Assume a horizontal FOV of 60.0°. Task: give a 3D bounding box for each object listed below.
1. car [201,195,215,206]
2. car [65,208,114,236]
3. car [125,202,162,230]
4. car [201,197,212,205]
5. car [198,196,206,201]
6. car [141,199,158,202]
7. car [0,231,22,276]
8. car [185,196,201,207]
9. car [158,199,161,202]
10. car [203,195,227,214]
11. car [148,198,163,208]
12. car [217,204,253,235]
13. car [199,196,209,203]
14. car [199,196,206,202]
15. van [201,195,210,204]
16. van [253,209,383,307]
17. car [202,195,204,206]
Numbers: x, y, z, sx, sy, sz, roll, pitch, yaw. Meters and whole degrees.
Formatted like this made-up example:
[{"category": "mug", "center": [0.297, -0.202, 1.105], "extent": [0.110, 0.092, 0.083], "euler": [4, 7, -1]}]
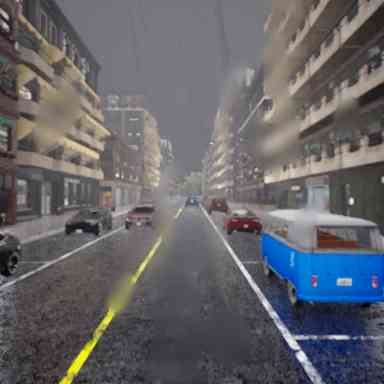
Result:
[{"category": "car", "center": [2.712, 1.451, 57.876], "extent": [2.192, 1.841, 5.009], "euler": [1, 0, 0]}, {"category": "car", "center": [-5.677, 1.610, 18.918], "extent": [1.947, 1.339, 4.313], "euler": [1, 0, 0]}, {"category": "car", "center": [-3.036, 1.575, 21.426], "extent": [1.812, 1.442, 4.674], "euler": [0, 0, 1]}, {"category": "car", "center": [2.710, 1.694, 63.447], "extent": [1.887, 1.381, 4.507], "euler": [1, 0, 0]}, {"category": "car", "center": [2.713, 1.799, 91.302], "extent": [1.802, 1.307, 4.206], "euler": [1, 0, 0]}, {"category": "car", "center": [-5.674, 1.640, 41.203], "extent": [1.887, 1.381, 4.507], "euler": [1, 0, 0]}, {"category": "car", "center": [-5.678, 1.584, 7.777], "extent": [1.947, 1.339, 4.313], "euler": [1, 0, 0]}, {"category": "car", "center": [0.008, 1.475, 52.487], "extent": [2.097, 1.767, 4.553], "euler": [0, 0, 0]}, {"category": "car", "center": [-5.673, 1.691, 46.774], "extent": [1.802, 1.307, 4.206], "euler": [1, 0, 0]}, {"category": "car", "center": [2.709, 1.398, 35.591], "extent": [2.192, 1.841, 5.009], "euler": [1, 0, 0]}, {"category": "car", "center": [-5.673, 1.704, 52.345], "extent": [1.802, 1.307, 4.206], "euler": [1, 0, 0]}, {"category": "car", "center": [2.704, 1.588, 18.877], "extent": [1.887, 1.381, 4.507], "euler": [1, 0, 0]}, {"category": "car", "center": [2.711, 1.727, 74.589], "extent": [2.008, 1.369, 4.403], "euler": [1, 0, 0]}, {"category": "car", "center": [2.713, 1.729, 85.901], "extent": [1.752, 1.417, 4.829], "euler": [1, 0, 0]}, {"category": "van", "center": [2.714, 1.504, 69.018], "extent": [1.690, 1.788, 3.998], "euler": [1, 0, 0]}, {"category": "van", "center": [2.705, 1.359, 7.737], "extent": [1.690, 1.788, 3.998], "euler": [1, 0, 0]}, {"category": "car", "center": [2.710, 1.411, 41.162], "extent": [2.192, 1.841, 5.009], "euler": [1, 0, 0]}]
